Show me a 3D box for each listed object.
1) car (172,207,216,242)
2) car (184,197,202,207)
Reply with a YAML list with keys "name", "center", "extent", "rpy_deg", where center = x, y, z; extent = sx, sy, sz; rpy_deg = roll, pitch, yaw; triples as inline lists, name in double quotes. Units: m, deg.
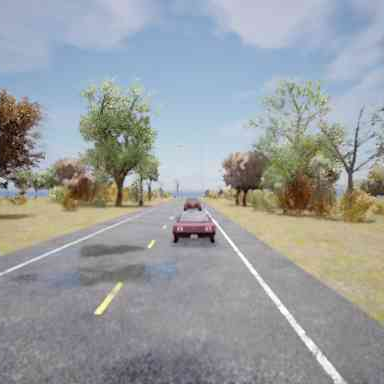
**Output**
- name: "car"
  center: [0.093, 1.614, 16.387]
  extent: [1.895, 1.301, 4.718]
  rpy_deg: [0, 0, 0]
- name: "car"
  center: [0.083, 1.434, 40.256]
  extent: [2.097, 1.767, 4.553]
  rpy_deg: [0, 0, 0]
